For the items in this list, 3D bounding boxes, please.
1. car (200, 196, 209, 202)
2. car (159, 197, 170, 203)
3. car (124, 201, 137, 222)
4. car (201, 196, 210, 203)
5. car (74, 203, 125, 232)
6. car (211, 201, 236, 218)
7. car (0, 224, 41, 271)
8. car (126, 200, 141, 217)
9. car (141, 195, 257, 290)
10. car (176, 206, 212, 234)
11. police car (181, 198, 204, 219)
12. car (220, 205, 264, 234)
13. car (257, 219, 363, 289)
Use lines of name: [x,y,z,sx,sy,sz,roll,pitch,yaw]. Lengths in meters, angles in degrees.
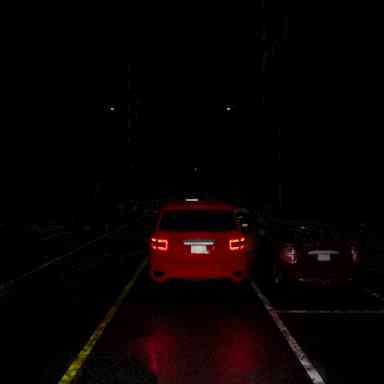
car: [2.931,1.617,79.046,2.008,1.369,4.403,0,0,0]
car: [-5.617,1.627,68.244,1.802,1.307,4.206,0,0,0]
car: [-5.665,1.584,25.639,1.802,1.307,4.206,0,0,0]
car: [2.919,1.580,73.807,1.752,1.417,4.829,0,0,0]
car: [-5.666,1.567,20.138,1.947,1.339,4.313,0,0,0]
car: [2.863,1.570,31.138,1.947,1.339,4.313,0,0,0]
car: [-5.669,1.582,9.135,1.802,1.307,4.206,0,0,0]
car: [-5.663,1.444,31.141,1.967,1.590,4.097,0,0,0]
car: [0.106,1.221,9.216,2.150,2.045,5.566,0,0,-1]
car: [0.104,1.602,19.986,1.895,1.301,4.718,0,0,0]
police car: [0.008,1.429,30.250,1.930,1.638,5.238,0,0,0]
car: [2.859,1.552,20.135,2.008,1.369,4.403,0,0,0]
car: [2.856,1.440,9.132,1.967,1.590,4.097,0,0,0]
